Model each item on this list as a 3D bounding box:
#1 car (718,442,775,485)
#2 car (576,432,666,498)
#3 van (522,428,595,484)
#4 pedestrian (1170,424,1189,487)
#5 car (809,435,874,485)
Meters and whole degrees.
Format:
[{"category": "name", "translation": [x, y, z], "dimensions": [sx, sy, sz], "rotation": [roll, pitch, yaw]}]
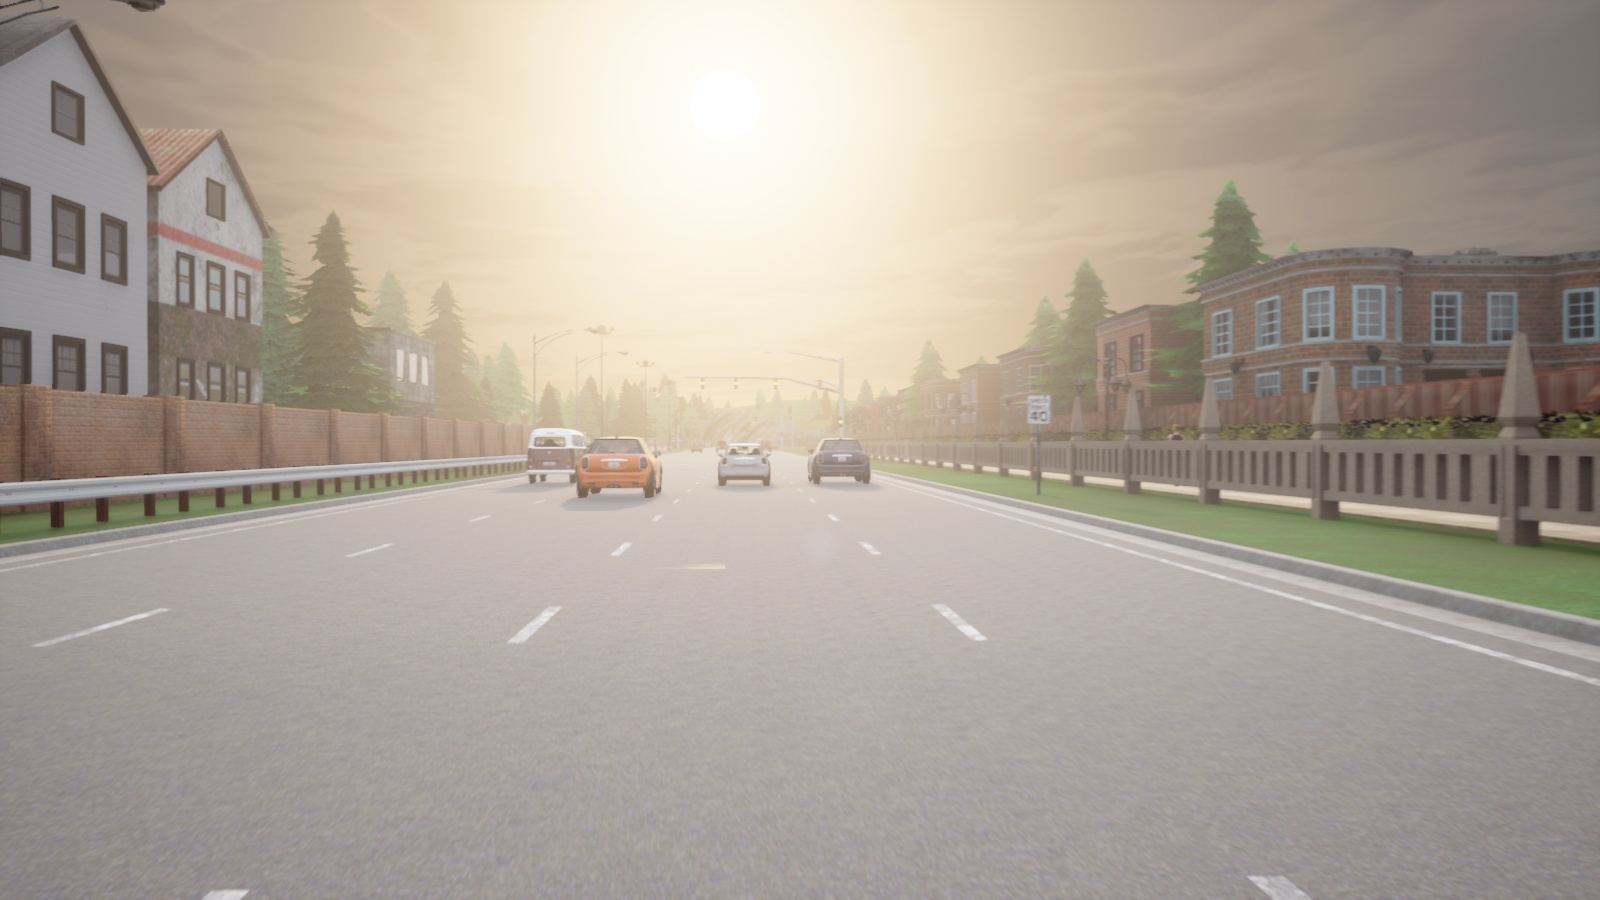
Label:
[{"category": "car", "translation": [-1.943, 0.456, 45.400], "dimensions": [1.970, 1.475, 3.806], "rotation": [0, 0, -3]}, {"category": "car", "translation": [-5.030, 0.401, 35.919], "dimensions": [2.097, 1.767, 4.553], "rotation": [0, 0, -2]}, {"category": "van", "translation": [-9.037, 0.201, 47.410], "dimensions": [2.069, 2.038, 4.480], "rotation": [0, 0, -2]}, {"category": "pedestrian", "translation": [11.116, 0.151, 36.796], "dimensions": [0.345, 1.836, 0.594], "rotation": [0, 0, -3]}, {"category": "car", "translation": [1.484, 0.340, 47.159], "dimensions": [2.097, 1.767, 4.553], "rotation": [0, 0, -3]}]
